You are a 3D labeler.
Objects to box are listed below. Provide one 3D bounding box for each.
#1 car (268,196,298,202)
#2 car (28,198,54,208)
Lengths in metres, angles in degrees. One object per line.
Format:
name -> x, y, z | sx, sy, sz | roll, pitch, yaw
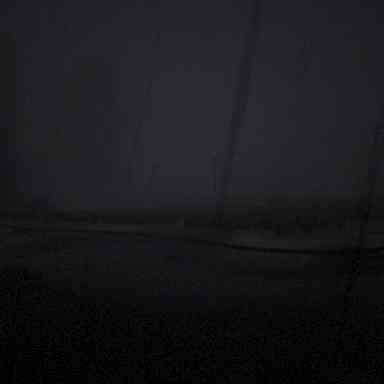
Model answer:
car -> 13.449, 1.305, 50.089 | 2.033, 1.411, 5.357 | 0, 0, -35
car -> -16.435, 1.437, 36.136 | 2.242, 1.667, 4.611 | 0, 0, -36
